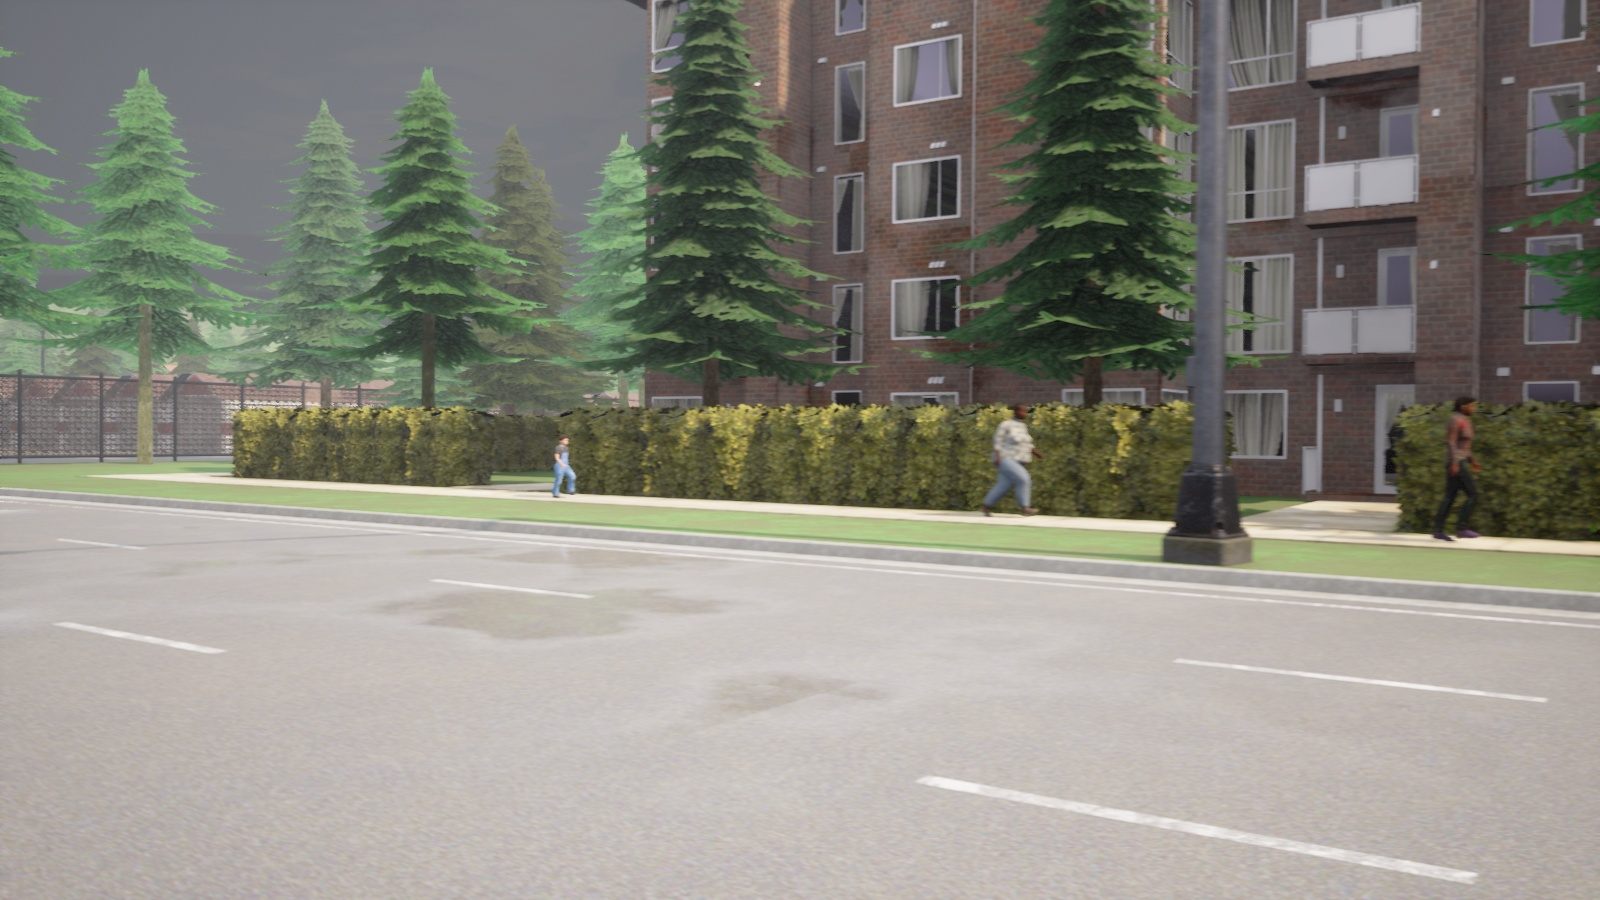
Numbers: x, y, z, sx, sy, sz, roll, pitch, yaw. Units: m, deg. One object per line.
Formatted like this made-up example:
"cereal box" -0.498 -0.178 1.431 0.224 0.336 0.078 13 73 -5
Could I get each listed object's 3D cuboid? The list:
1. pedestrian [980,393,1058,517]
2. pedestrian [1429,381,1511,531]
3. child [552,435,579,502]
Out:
"pedestrian" 3.393 0.064 19.432 0.900 1.855 0.874 0 1 34
"pedestrian" 8.290 0.073 15.546 0.869 1.805 0.328 0 1 34
"child" -4.493 0.353 24.033 0.437 1.263 0.270 0 1 33
